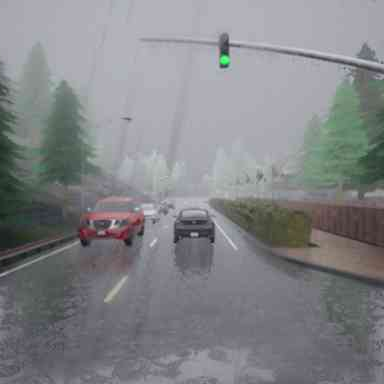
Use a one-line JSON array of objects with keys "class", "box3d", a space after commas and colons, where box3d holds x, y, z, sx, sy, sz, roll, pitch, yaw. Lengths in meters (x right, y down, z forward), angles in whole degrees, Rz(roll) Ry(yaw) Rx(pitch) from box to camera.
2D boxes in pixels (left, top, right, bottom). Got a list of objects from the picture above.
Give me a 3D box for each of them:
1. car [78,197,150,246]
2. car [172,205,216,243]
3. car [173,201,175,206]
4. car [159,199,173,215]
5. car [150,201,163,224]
[{"class": "car", "box3d": [-3.599, 1.289, 15.967, 2.150, 2.045, 5.566, -1, 0, 0]}, {"class": "car", "box3d": [0.104, 1.541, 16.327, 1.837, 1.490, 4.892, -1, 0, 0]}, {"class": "car", "box3d": [-3.519, 1.739, 48.283, 1.882, 1.535, 5.008, -1, 0, 1]}, {"class": "car", "box3d": [-3.552, 1.680, 36.116, 2.128, 1.511, 4.902, -1, 0, 0]}, {"class": "car", "box3d": [-3.580, 1.653, 25.975, 1.812, 1.442, 4.674, -1, 0, 0]}]
